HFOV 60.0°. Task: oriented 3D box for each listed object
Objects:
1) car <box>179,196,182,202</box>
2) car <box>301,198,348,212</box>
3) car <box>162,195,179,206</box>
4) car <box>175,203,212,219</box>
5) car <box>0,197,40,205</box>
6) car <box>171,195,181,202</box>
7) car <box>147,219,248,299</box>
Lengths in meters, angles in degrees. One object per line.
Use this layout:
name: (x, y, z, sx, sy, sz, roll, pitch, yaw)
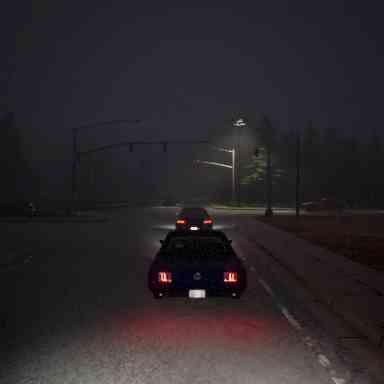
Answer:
car: (-3.539, 1.523, 62.871, 1.994, 1.385, 4.181, 0, 0, 0)
car: (15.162, 1.473, 38.165, 5.008, 1.535, 1.882, 0, 0, 1)
car: (-3.581, 1.317, 52.542, 2.097, 1.767, 4.553, 0, 0, 0)
car: (0.104, 1.511, 17.439, 1.812, 1.442, 4.674, 0, 0, 0)
car: (-18.332, 1.363, 35.076, 4.553, 1.767, 2.097, 0, 0, 1)
car: (-3.425, 1.476, 72.973, 1.812, 1.442, 4.674, 0, 0, 1)
car: (0.101, 1.596, 8.384, 1.895, 1.301, 4.718, 0, 0, 0)
